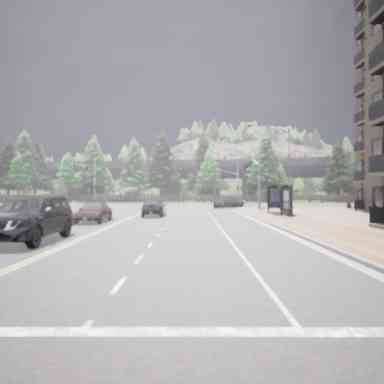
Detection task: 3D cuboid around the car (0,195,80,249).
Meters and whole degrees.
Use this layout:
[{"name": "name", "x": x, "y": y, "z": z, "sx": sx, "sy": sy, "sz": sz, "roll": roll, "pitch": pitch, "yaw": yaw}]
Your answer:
[{"name": "car", "x": -7.099, "y": 1.192, "z": 14.746, "sx": 2.150, "sy": 2.045, "sz": 5.566, "roll": 0, "pitch": 0, "yaw": 0}]

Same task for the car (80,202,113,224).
[{"name": "car", "x": -7.087, "y": 1.477, "z": 24.276, "sx": 1.812, "sy": 1.442, "sz": 4.674, "roll": 0, "pitch": 0, "yaw": 0}]

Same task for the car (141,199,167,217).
[{"name": "car", "x": -3.413, "y": 1.445, "z": 30.009, "sx": 1.837, "sy": 1.490, "sz": 4.892, "roll": 0, "pitch": 0, "yaw": 0}]

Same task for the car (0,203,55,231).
[{"name": "car", "x": -10.594, "y": 1.483, "z": 21.138, "sx": 1.812, "sy": 1.442, "sz": 4.674, "roll": 0, "pitch": 0, "yaw": 0}]

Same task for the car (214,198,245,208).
[{"name": "car", "x": 4.989, "y": 1.440, "z": 44.548, "sx": 4.181, "sy": 1.385, "sz": 1.994, "roll": -1, "pitch": 0, "yaw": -30}]
